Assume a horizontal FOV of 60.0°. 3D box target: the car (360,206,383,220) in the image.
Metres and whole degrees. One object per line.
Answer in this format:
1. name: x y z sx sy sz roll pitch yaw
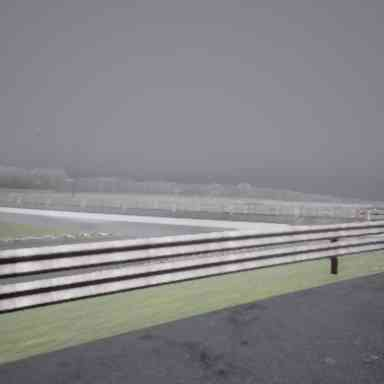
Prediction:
1. car: 19.877 2.166 34.000 4.902 1.511 2.128 2 -1 11

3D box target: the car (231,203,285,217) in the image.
1. car: 6.591 1.759 33.105 5.357 1.411 2.033 1 -1 21
